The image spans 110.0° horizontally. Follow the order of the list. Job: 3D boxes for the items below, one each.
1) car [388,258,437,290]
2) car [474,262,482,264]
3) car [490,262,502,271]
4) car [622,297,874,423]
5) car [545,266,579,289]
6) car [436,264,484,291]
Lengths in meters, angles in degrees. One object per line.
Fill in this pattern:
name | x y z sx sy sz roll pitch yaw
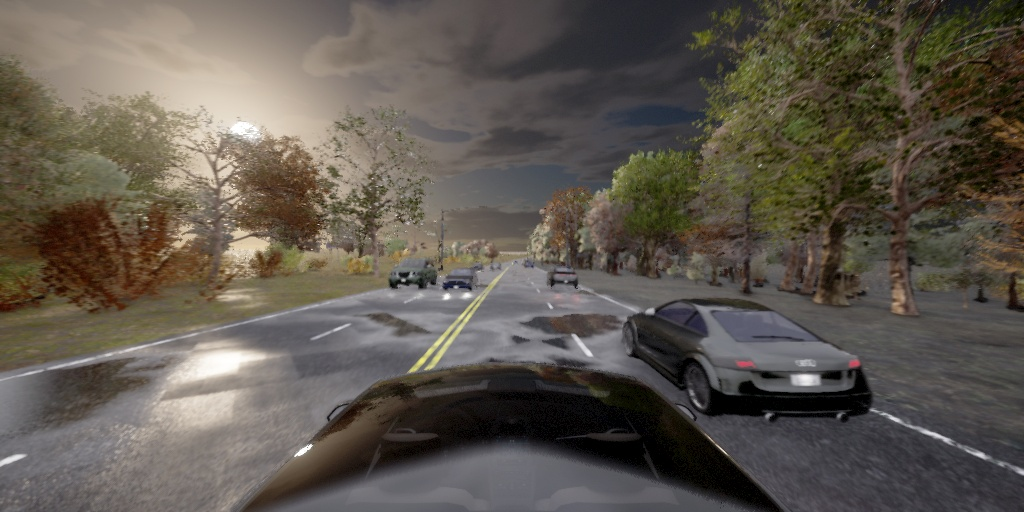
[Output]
car | -6.529 1.140 24.368 2.150 2.045 5.566 0 -1 0
car | -6.095 1.847 64.077 1.994 1.385 4.181 0 -1 1
car | -2.848 1.814 64.028 2.128 1.511 4.902 0 -1 1
car | 3.363 1.386 6.115 1.994 1.385 4.181 0 0 0
car | 3.452 1.440 25.199 2.128 1.511 4.902 2 -1 0
car | -3.271 1.485 23.780 2.033 1.411 5.357 0 -1 0
